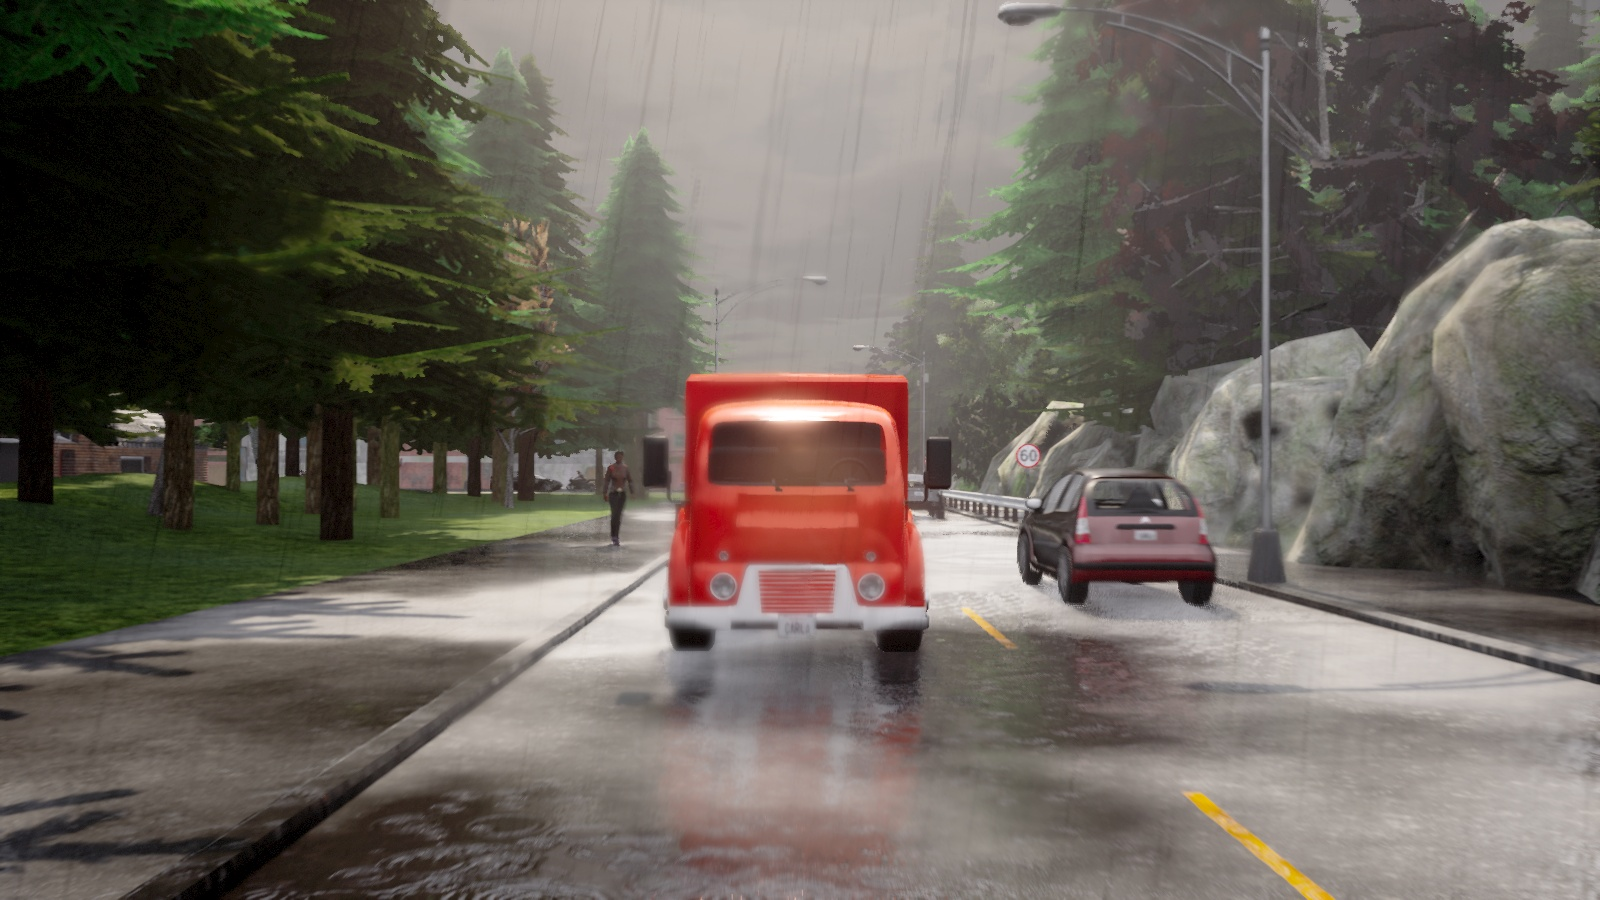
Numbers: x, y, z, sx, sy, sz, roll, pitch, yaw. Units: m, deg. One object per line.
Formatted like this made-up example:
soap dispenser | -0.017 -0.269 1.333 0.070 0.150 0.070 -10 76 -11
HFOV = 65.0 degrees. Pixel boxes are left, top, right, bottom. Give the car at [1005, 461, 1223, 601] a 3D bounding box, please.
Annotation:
car | 3.960 0.974 16.546 1.851 1.617 3.988 0 -1 0

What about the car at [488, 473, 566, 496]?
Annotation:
car | -18.350 2.305 84.662 4.792 1.488 2.163 0 -1 0

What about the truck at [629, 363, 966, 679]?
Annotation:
truck | -0.037 0.506 12.421 2.627 2.467 5.204 0 1 0

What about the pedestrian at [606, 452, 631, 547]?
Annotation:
pedestrian | -3.492 0.943 24.150 0.328 1.805 0.869 0 -1 -18

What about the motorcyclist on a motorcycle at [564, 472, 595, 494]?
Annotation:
motorcyclist on a motorcycle | -15.563 2.344 88.677 2.044 1.523 0.797 0 -1 0

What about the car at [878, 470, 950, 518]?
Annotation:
car | 3.852 1.467 43.058 2.007 1.525 4.514 0 -1 0
